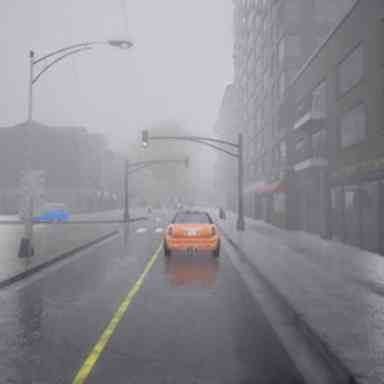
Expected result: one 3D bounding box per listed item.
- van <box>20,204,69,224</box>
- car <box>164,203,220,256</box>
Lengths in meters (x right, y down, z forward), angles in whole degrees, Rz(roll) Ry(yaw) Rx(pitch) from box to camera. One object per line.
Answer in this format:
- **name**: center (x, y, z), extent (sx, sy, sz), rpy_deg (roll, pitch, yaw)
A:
- **van**: center (-12.932, 1.925, 29.359), extent (3.998, 1.788, 1.690), rpy_deg (0, -3, 0)
- **car**: center (0.000, 1.525, 14.131), extent (2.097, 1.767, 4.553), rpy_deg (0, -1, 0)
